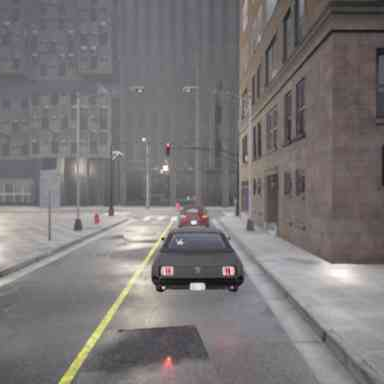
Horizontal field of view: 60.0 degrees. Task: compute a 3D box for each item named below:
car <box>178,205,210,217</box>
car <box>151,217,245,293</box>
[{"bbox_3d":[0.131,1.494,20.447,1.812,1.442,4.674,0,0,1],"label":"car"},{"bbox_3d":[0.104,1.587,8.812,1.895,1.301,4.718,0,0,0],"label":"car"}]
